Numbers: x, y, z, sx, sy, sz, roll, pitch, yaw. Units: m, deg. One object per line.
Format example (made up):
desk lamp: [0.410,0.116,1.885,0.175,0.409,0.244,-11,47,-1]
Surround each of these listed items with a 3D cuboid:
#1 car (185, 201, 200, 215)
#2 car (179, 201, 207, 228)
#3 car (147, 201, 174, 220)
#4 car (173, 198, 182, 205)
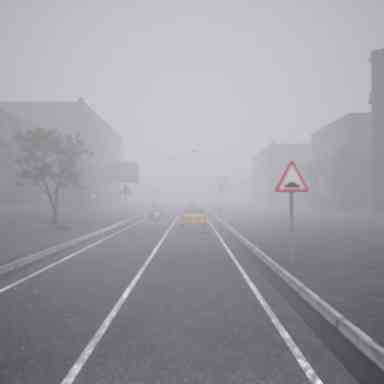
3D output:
car: [0.065,1.916,41.039,1.837,1.490,4.892,0,0,0]
car: [0.085,1.714,24.059,1.801,1.575,5.366,0,-1,0]
car: [-3.119,1.822,31.585,2.128,1.511,4.902,0,-1,0]
car: [-3.052,2.072,71.983,2.128,1.511,4.902,0,0,0]
